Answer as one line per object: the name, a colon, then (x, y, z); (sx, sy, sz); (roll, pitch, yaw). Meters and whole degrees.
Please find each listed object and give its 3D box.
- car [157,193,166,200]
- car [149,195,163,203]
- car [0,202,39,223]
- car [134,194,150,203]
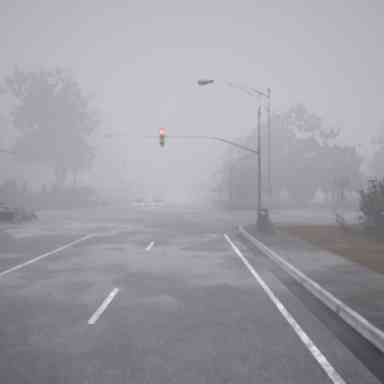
car: (-7.764, 1.082, 84.251); (2.128, 1.511, 4.902); (0, 0, -4)
car: (-7.122, 1.523, 68.829); (1.837, 1.490, 4.892); (0, 0, -1)
car: (-14.239, 1.536, 25.196); (4.902, 1.511, 2.128); (0, 0, -3)
car: (-10.621, 1.563, 68.605); (2.033, 1.411, 5.357); (0, 0, -1)
